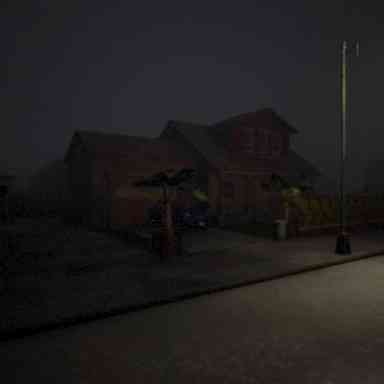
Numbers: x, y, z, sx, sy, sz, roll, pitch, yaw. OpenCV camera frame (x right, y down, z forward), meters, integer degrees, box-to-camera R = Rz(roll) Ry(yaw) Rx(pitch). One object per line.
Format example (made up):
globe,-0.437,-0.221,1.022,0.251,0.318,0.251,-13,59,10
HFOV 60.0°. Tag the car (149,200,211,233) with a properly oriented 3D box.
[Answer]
car,-0.640,1.177,17.005,1.845,1.501,3.633,0,0,-38
